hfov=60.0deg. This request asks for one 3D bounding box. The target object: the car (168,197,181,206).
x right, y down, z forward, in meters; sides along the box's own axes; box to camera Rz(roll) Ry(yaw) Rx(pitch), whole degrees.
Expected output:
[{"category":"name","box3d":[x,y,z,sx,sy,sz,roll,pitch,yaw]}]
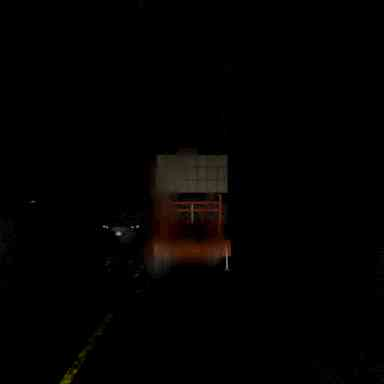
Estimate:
[{"category":"car","box3d":[-2.951,1.556,56.997,1.837,1.490,4.892,0,0,0]}]

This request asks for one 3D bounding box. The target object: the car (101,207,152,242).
[{"category":"car","box3d":[-3.088,1.494,16.446,2.128,1.511,4.902,0,0,0]}]

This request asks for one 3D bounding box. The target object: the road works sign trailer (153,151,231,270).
[{"category":"road works sign trailer","box3d":[0.008,0.465,10.955,2.380,3.560,2.880,0,0,0]}]
